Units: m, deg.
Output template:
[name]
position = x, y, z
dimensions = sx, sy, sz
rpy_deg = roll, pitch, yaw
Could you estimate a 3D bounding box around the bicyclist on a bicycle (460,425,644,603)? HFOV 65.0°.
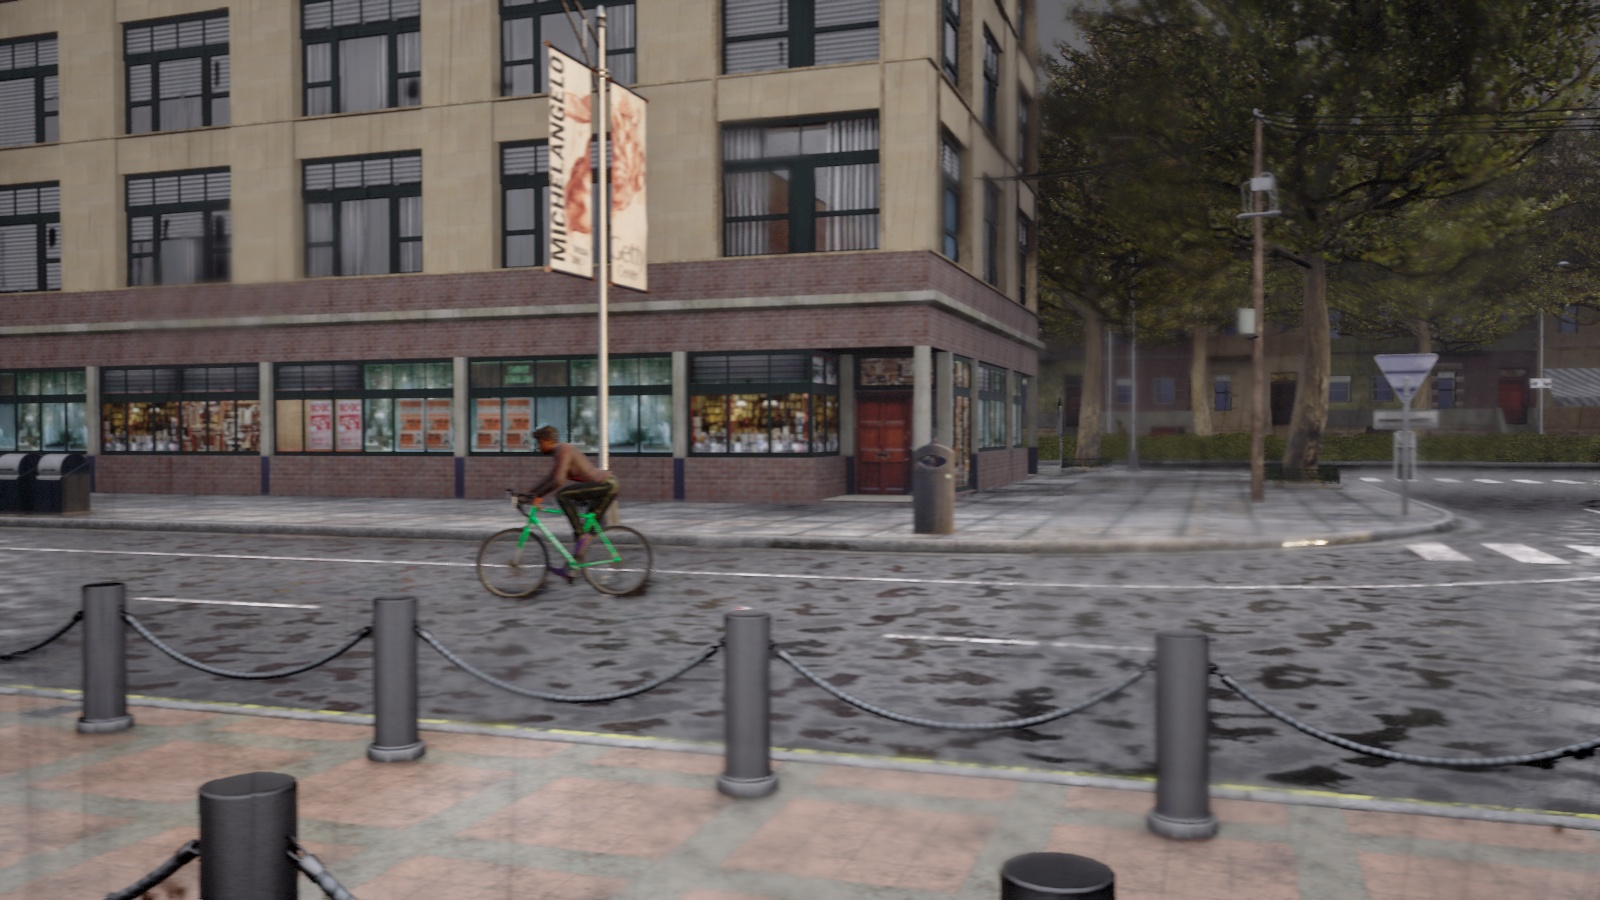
[bicyclist on a bicycle]
position = -2.323, 0.580, 11.881
dimensions = 1.656, 1.620, 0.582
rpy_deg = 0, 1, -9
